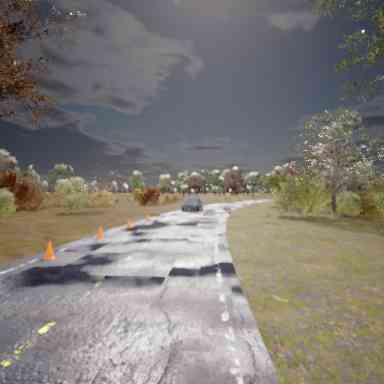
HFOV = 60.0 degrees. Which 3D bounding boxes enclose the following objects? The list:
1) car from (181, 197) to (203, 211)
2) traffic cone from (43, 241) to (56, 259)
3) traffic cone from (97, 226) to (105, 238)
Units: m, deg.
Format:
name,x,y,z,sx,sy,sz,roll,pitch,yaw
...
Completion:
name,x,y,z,sx,sy,sz,roll,pitch,yaw
car,0.071,1.425,41.285,2.097,1.767,4.553,0,0,11
traffic cone,-4.864,1.965,11.373,0.340,0.580,0.340,0,0,3
traffic cone,-4.523,1.975,16.422,0.340,0.580,0.340,0,0,5
